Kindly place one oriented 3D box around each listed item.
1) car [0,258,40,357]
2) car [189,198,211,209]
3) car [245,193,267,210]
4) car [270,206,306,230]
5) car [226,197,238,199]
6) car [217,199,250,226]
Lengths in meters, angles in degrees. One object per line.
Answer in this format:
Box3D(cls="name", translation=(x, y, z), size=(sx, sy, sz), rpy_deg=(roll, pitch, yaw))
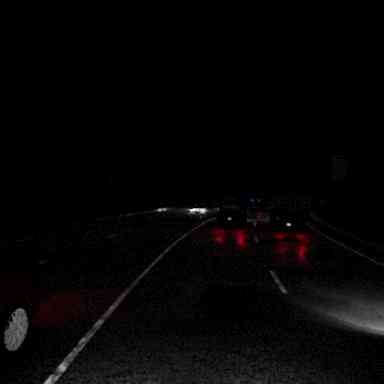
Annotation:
Box3D(cls="car", translation=(-3.400, 1.460, 3.172), size=(1.882, 1.535, 5.008), rpy_deg=(0, 0, 3))
Box3D(cls="car", translation=(1.120, 1.425, 43.494), size=(1.994, 1.385, 4.181), rpy_deg=(0, 0, 19))
Box3D(cls="car", translation=(7.868, 1.113, 41.029), size=(2.150, 2.045, 5.566), rpy_deg=(0, -1, 19))
Box3D(cls="car", translation=(5.947, 1.555, 21.081), size=(1.895, 1.301, 4.718), rpy_deg=(0, 0, 11))
Box3D(cls="car", translation=(5.377, 1.399, 45.093), size=(1.812, 1.442, 4.674), rpy_deg=(0, 0, 20))
Box3D(cls="car", translation=(2.788, 1.464, 22.813), size=(1.812, 1.442, 4.674), rpy_deg=(0, 0, 11))
